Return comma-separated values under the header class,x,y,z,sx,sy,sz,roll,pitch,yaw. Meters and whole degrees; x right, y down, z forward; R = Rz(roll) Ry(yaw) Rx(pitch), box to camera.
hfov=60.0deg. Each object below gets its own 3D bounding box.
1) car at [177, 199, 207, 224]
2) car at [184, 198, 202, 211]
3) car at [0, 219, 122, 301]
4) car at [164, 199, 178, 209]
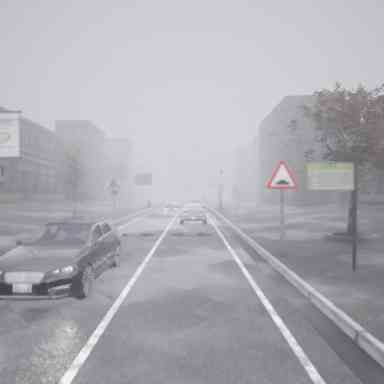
class,x,y,z,sx,sy,sz,roll,pitch,yaw
car,0.096,1.512,24.665,1.812,1.442,4.674,0,0,0
car,0.099,1.587,42.646,2.163,1.488,4.792,0,-1,0
car,-3.097,1.490,8.524,2.128,1.511,4.902,0,0,0
car,-3.069,1.722,49.759,1.812,1.442,4.674,0,-1,0
